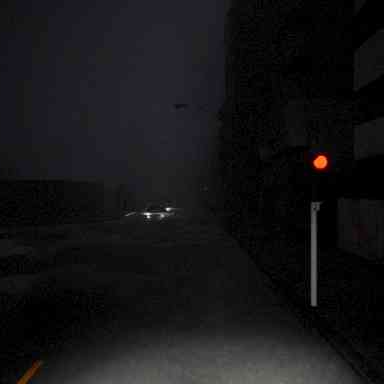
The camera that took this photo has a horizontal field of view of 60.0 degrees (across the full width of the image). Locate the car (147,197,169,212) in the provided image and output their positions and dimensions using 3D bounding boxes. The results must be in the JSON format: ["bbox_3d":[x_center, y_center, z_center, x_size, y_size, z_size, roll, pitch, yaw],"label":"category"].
[{"bbox_3d":[-4.158,1.482,39.533,1.882,1.535,5.008,0,0,0],"label":"car"}]

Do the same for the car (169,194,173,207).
[{"bbox_3d":[-4.142,1.510,49.561,1.837,1.490,4.892,0,0,1],"label":"car"}]
